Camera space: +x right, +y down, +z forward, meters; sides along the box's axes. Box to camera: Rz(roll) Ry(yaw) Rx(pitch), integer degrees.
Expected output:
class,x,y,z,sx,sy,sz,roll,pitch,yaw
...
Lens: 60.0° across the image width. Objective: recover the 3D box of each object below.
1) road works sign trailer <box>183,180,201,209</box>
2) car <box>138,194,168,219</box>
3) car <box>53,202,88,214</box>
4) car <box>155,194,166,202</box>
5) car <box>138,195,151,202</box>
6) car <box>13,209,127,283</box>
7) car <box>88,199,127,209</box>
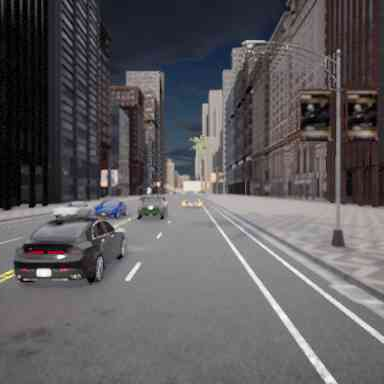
class,x,y,z,sx,sy,sz,roll,pitch,yaw
road works sign trailer,0.004,0.285,42.909,2.380,3.560,2.880,0,0,0
car,-3.146,1.233,27.517,2.097,1.767,4.553,0,0,0
car,-9.843,1.480,27.845,1.895,1.301,4.718,0,0,0
car,-6.492,1.180,68.773,1.882,1.535,5.008,0,0,0
car,-9.742,1.255,68.773,1.994,1.385,4.181,0,0,0
car,-3.148,1.461,9.495,1.837,1.490,4.892,0,0,0
car,-6.592,1.359,27.248,1.882,1.535,5.008,0,0,0
